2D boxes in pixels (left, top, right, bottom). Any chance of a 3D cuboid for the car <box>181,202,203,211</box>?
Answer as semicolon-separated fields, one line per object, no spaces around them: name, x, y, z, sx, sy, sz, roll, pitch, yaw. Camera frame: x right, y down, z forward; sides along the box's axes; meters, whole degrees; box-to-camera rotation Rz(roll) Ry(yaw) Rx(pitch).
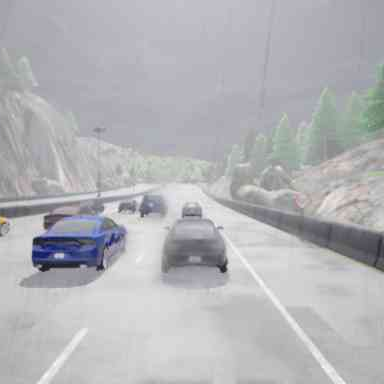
car;0.005;1.600;29.463;2.033;1.411;5.357;0;0;0

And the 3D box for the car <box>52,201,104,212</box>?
car;-6.962;1.530;19.654;1.882;1.535;5.008;0;0;0

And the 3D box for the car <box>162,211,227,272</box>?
car;0.068;1.550;10.745;1.812;1.442;4.674;0;0;0

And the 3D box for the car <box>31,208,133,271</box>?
car;-3.433;1.507;11.070;1.882;1.535;5.008;0;0;0

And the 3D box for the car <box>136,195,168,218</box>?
car;-3.501;1.277;31.193;2.150;2.045;5.566;0;0;0

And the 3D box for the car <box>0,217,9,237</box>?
car;-10.447;1.525;15.339;1.882;1.535;5.008;0;0;0

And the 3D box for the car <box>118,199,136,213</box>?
car;-7.022;1.550;37.509;1.837;1.490;4.892;0;0;0
